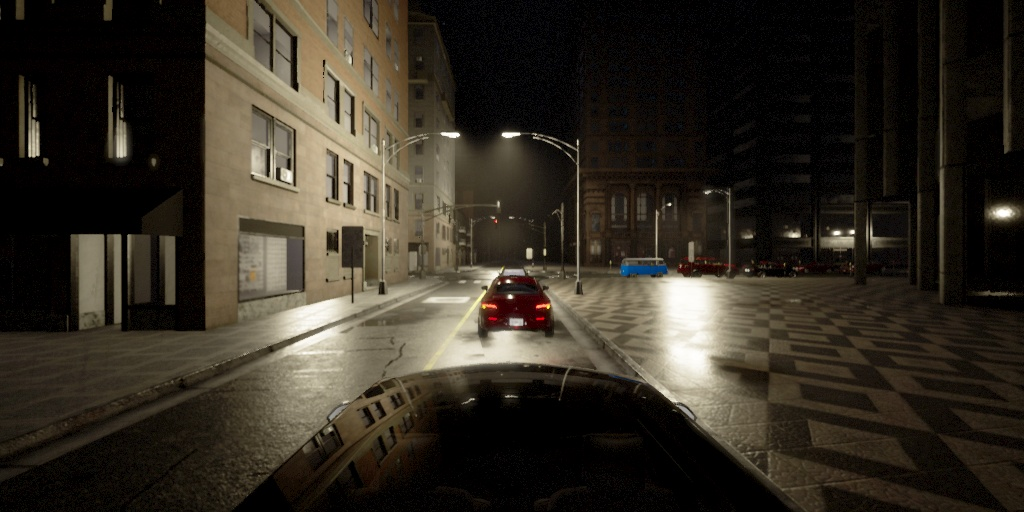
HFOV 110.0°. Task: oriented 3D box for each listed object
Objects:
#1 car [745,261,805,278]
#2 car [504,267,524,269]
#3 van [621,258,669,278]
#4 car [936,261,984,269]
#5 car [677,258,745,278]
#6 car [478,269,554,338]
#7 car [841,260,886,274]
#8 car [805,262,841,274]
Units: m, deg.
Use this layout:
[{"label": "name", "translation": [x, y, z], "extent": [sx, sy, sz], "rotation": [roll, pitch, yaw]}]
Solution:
[{"label": "car", "translation": [23.018, 1.312, 32.044], "extent": [4.313, 1.339, 1.948], "rotation": [0, 0, -1]}, {"label": "car", "translation": [0.107, 1.294, 19.932], "extent": [1.994, 1.385, 4.181], "rotation": [0, 0, 0]}, {"label": "van", "translation": [11.737, 1.091, 31.876], "extent": [3.998, 1.789, 1.690], "rotation": [0, 0, -1]}, {"label": "car", "translation": [39.935, 1.176, 32.297], "extent": [4.097, 1.591, 1.967], "rotation": [0, 0, -1]}, {"label": "car", "translation": [17.378, 1.064, 31.960], "extent": [5.009, 1.841, 2.192], "rotation": [0, 0, -1]}, {"label": "car", "translation": [0.094, 1.267, 10.060], "extent": [1.812, 1.442, 4.674], "rotation": [0, 0, 0]}, {"label": "car", "translation": [39.832, 1.168, 40.822], "extent": [4.097, 1.591, 1.967], "rotation": [0, 0, -1]}, {"label": "car", "translation": [34.193, 1.313, 40.738], "extent": [4.207, 1.307, 1.802], "rotation": [0, 0, -1]}]
